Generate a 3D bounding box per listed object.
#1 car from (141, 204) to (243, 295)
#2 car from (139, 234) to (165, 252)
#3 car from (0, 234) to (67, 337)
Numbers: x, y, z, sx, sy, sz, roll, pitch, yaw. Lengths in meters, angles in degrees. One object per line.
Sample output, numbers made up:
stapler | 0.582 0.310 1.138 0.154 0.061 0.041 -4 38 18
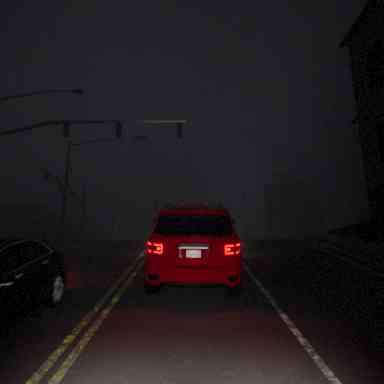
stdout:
car | 0.058 1.346 9.224 2.150 2.045 5.566 1 -1 1
car | -3.693 4.875 31.461 1.895 1.301 4.718 0 -14 0
car | -3.607 1.532 5.334 1.837 1.490 4.892 0 0 0
